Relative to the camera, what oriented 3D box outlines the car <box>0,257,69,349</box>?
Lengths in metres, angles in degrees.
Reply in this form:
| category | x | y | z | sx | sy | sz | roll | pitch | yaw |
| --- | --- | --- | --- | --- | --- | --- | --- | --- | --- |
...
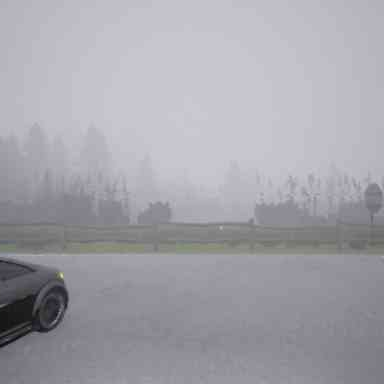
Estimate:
| category | x | y | z | sx | sy | sz | roll | pitch | yaw |
| --- | --- | --- | --- | --- | --- | --- | --- | --- | --- |
| car | -3.601 | 1.584 | 4.415 | 1.994 | 1.385 | 4.181 | 0 | -1 | 17 |
